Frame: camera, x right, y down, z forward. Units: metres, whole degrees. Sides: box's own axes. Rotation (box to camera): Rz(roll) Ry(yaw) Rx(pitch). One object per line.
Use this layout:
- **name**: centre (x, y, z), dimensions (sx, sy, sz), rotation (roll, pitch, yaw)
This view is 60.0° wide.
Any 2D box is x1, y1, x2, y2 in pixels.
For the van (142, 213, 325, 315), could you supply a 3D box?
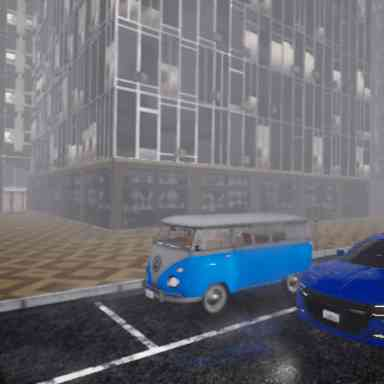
- **van**: centre (0.942, 1.378, 7.357), dimensions (3.998, 1.788, 1.690), rotation (1, 0, -35)

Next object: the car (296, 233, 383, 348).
- **car**: centre (4.043, 1.538, 6.238), dimensions (5.008, 1.535, 1.882), rotation (1, 0, -35)
